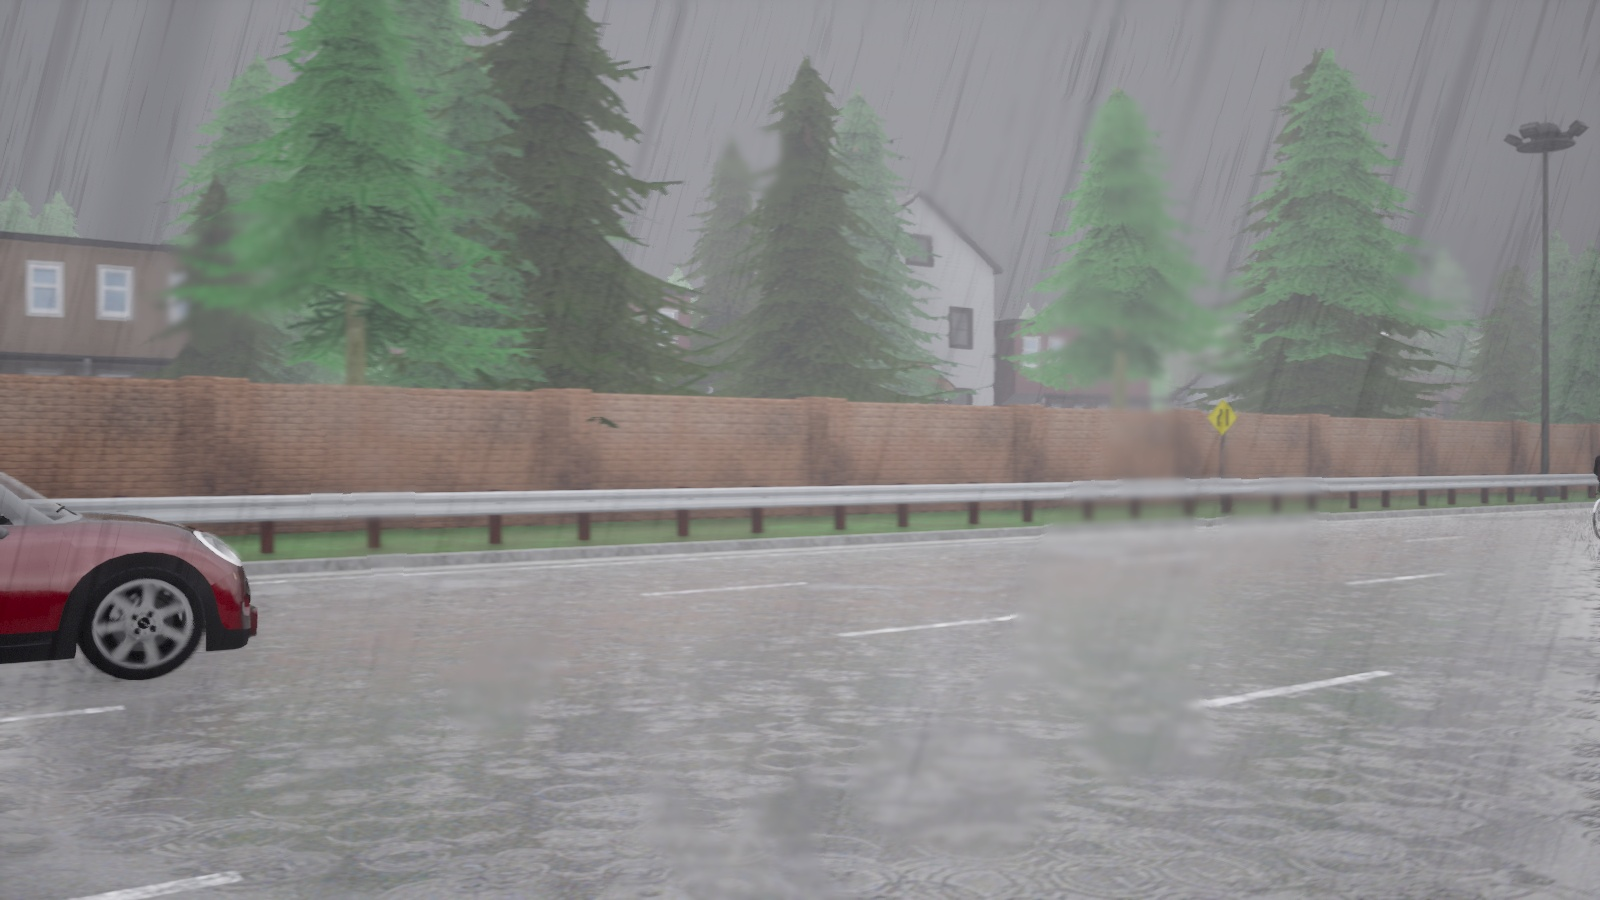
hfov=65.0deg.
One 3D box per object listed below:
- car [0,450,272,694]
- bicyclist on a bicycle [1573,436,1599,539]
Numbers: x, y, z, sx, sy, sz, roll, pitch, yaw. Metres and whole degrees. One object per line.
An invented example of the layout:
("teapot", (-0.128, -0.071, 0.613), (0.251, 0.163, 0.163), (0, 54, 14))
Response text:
("car", (-5.701, 0.742, 8.220), (3.806, 1.475, 1.970), (0, 0, -35))
("bicyclist on a bicycle", (14.518, 0.640, 22.293), (1.843, 1.776, 0.659), (0, 0, -35))
